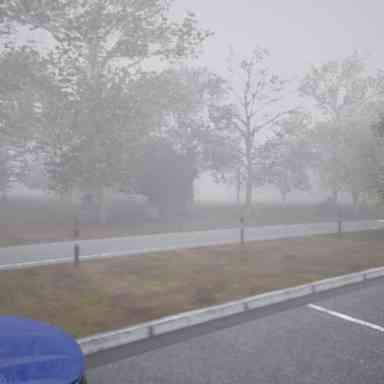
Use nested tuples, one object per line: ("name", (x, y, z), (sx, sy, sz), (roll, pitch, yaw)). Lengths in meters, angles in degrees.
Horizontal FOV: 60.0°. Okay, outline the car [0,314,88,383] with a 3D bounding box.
("car", (-3.113, 1.480, 1.746), (5.008, 1.535, 2.097), (-1, 0, -36))
